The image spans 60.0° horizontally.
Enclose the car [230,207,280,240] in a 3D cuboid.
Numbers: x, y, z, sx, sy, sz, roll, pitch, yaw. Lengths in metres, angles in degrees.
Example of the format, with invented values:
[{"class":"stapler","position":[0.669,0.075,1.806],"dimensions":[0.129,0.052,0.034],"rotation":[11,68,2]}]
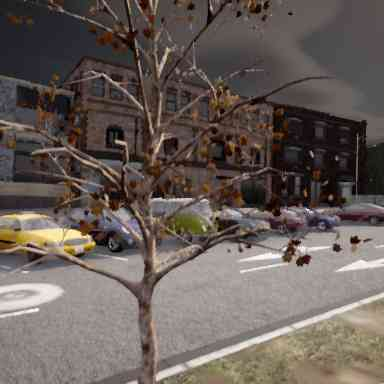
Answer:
[{"class":"car","position":[1.597,1.488,17.105],"dimensions":[4.892,1.521,2.231],"rotation":[-1,-1,36]}]

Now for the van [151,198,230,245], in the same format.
[{"class":"van","position":[-0.799,1.256,15.334],"dimensions":[4.442,1.987,1.878],"rotation":[-1,-1,35]}]

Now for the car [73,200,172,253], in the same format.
[{"class":"car","position":[-3.404,1.356,13.699],"dimensions":[4.553,1.767,2.185],"rotation":[-1,-1,35]}]

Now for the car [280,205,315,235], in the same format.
[{"class":"car","position":[4.107,1.529,18.781],"dimensions":[4.674,1.452,2.002],"rotation":[-1,-1,36]}]

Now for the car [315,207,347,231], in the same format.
[{"class":"car","position":[6.622,1.532,20.462],"dimensions":[4.674,1.452,2.002],"rotation":[-1,-1,36]}]

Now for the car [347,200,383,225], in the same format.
[{"class":"car","position":[11.681,1.537,23.757],"dimensions":[4.674,1.452,2.002],"rotation":[-1,-1,37]}]

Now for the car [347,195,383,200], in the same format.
[{"class":"car","position":[14.250,1.248,25.381],"dimensions":[5.566,2.045,2.435],"rotation":[-1,-1,37]}]

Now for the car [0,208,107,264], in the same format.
[{"class":"car","position":[-5.699,1.473,11.839],"dimensions":[5.366,1.575,1.946],"rotation":[-1,-1,35]}]
